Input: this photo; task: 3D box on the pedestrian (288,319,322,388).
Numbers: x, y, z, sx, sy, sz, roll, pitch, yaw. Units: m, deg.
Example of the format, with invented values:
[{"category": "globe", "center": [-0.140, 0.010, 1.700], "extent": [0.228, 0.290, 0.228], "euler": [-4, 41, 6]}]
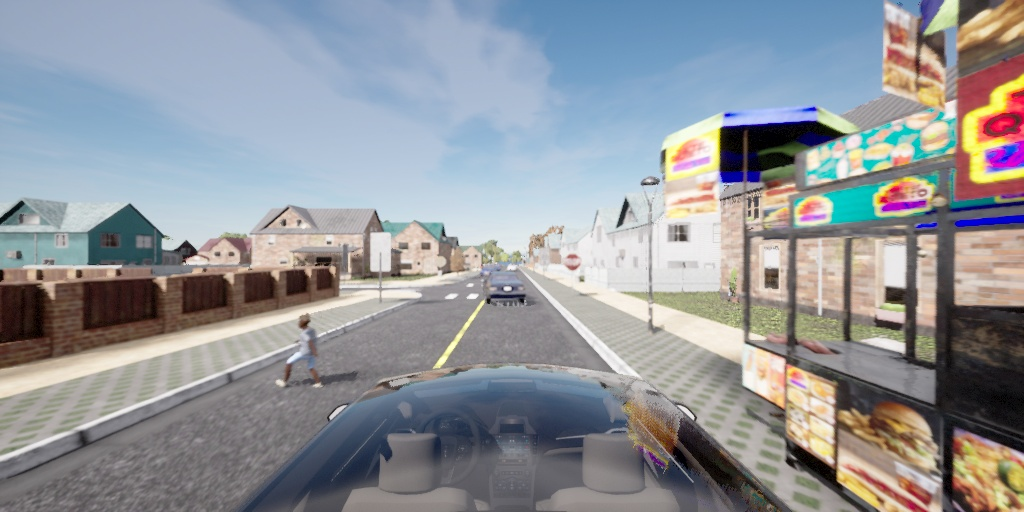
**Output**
[{"category": "pedestrian", "center": [-3.162, 1.091, 5.604], "extent": [0.375, 1.860, 0.375], "euler": [-1, 0, 0]}]

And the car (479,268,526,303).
[{"category": "car", "center": [-0.511, 1.507, 18.104], "extent": [2.033, 1.411, 5.357], "euler": [0, -1, -7]}]

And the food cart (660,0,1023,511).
[{"category": "food cart", "center": [3.010, 0.227, 2.769], "extent": [2.280, 3.560, 4.660], "euler": [0, 0, 0]}]

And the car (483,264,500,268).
[{"category": "car", "center": [-2.825, 1.843, 43.694], "extent": [1.812, 1.442, 4.674], "euler": [0, -1, 0]}]

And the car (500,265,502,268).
[{"category": "car", "center": [-2.748, 2.211, 65.373], "extent": [2.033, 1.411, 5.357], "euler": [0, -1, 0]}]
